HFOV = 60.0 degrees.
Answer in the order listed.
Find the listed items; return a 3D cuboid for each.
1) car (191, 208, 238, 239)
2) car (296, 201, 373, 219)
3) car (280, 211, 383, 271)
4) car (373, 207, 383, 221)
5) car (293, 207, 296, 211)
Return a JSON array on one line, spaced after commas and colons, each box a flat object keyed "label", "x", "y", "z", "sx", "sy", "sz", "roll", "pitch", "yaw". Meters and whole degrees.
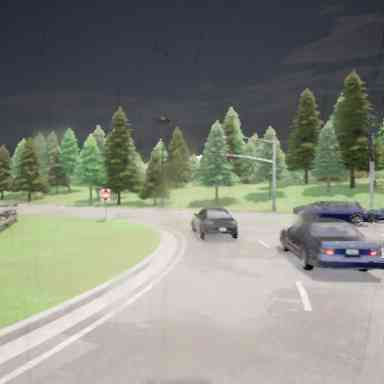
[{"label": "car", "x": 1.123, "y": 1.547, "z": 17.486, "sx": 1.812, "sy": 1.442, "sz": 4.674, "roll": 1, "pitch": 0, "yaw": -7}, {"label": "car", "x": 10.180, "y": 1.414, "z": 23.880, "sx": 4.553, "sy": 1.767, "sz": 2.097, "roll": 0, "pitch": 0, "yaw": 30}, {"label": "car", "x": 4.263, "y": 1.574, "z": 10.977, "sx": 2.033, "sy": 1.411, "sz": 5.357, "roll": 0, "pitch": 0, "yaw": 4}, {"label": "car", "x": 15.418, "y": 1.631, "z": 24.925, "sx": 5.357, "sy": 1.411, "sz": 2.033, "roll": 0, "pitch": 0, "yaw": 30}, {"label": "car", "x": 11.970, "y": 1.582, "z": 30.917, "sx": 4.892, "sy": 1.490, "sz": 1.837, "roll": 0, "pitch": 0, "yaw": 30}]
